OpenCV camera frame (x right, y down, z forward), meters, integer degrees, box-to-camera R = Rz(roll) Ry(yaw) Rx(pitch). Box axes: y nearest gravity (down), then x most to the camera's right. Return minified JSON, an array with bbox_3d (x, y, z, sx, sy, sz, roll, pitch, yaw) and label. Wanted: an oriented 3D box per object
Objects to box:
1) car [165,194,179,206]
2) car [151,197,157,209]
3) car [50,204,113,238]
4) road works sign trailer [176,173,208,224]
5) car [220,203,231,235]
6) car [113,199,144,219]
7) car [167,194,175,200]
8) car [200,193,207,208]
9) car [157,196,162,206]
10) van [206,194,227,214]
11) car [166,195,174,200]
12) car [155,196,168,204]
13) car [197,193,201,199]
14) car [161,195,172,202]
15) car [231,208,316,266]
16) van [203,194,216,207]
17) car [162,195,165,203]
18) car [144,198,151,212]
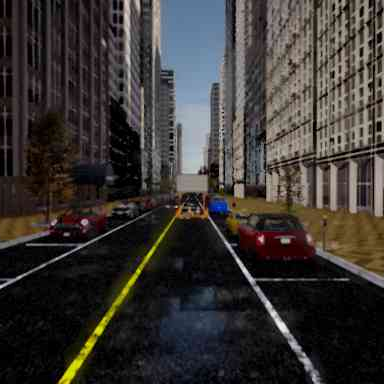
[{"bbox_3d":[-3.076,1.466,52.253,1.994,1.385,4.181,0,0,0],"label":"car"},{"bbox_3d":[-5.701,1.470,39.870,1.887,1.381,4.507,-1,0,0],"label":"car"},{"bbox_3d":[-5.700,1.408,17.135,1.967,1.590,4.097,-1,0,0],"label":"car"},{"bbox_3d":[0.016,0.418,24.565,2.380,3.560,2.880,0,0,0],"label":"road works sign trailer"},{"bbox_3d":[2.681,1.493,17.306,1.752,1.417,4.829,-1,0,0],"label":"car"},{"bbox_3d":[-5.700,1.497,28.503,2.008,1.369,4.403,-1,0,0],"label":"car"},{"bbox_3d":[-5.707,1.269,91.022,1.967,1.590,4.097,-1,0,0],"label":"car"},{"bbox_3d":[2.676,1.230,45.554,2.192,1.841,5.009,-1,0,0],"label":"car"},{"bbox_3d":[-5.703,1.466,45.554,2.008,1.369,4.403,-1,0,0],"label":"car"},{"bbox_3d":[2.678,1.278,34.187,1.690,1.788,3.998,-1,0,0],"label":"van"},{"bbox_3d":[-5.705,1.421,85.339,1.802,1.307,4.206,-1,0,0],"label":"car"},{"bbox_3d":[-5.704,1.434,62.605,2.008,1.369,4.403,-1,0,0],"label":"car"},{"bbox_3d":[2.676,1.413,73.972,2.008,1.369,4.403,-1,0,0],"label":"car"},{"bbox_3d":[-5.704,1.412,73.971,2.008,1.369,4.403,-1,0,0],"label":"car"},{"bbox_3d":[2.681,1.419,11.453,1.967,1.590,4.097,-1,0,0],"label":"car"},{"bbox_3d":[2.676,1.246,51.238,1.690,1.788,3.998,-1,0,0],"label":"van"},{"bbox_3d":[-5.702,1.486,51.237,1.802,1.307,4.206,-1,0,0],"label":"car"},{"bbox_3d":[-5.701,1.502,34.186,1.947,1.339,4.313,-1,0,0],"label":"car"}]
